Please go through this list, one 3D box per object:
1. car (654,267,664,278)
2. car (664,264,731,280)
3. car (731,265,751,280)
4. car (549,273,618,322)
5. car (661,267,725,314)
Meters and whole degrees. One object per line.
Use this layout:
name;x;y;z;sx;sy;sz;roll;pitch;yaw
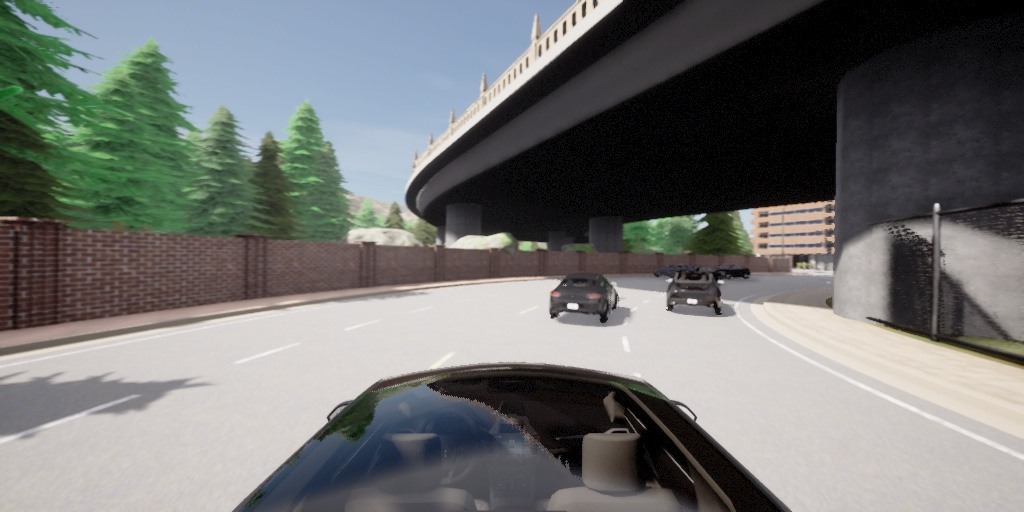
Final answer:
car;16.706;1.535;36.915;4.674;1.442;1.812;1;0;-28
car;13.924;1.461;26.802;4.902;1.511;2.128;1;0;-36
car;21.482;1.583;35.467;4.902;1.511;2.128;1;0;-27
car;2.589;1.312;12.587;1.812;1.442;4.674;1;0;21
car;7.516;1.373;14.779;1.837;1.490;4.892;0;0;29
